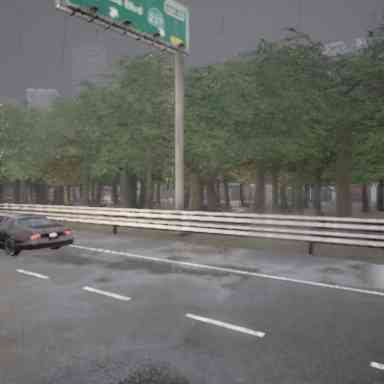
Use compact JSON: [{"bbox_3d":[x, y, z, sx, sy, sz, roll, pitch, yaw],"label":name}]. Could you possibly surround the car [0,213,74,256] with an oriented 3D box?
[{"bbox_3d":[-6.907,1.552,13.096,5.357,1.411,2.033,0,0,36],"label":"car"}]
